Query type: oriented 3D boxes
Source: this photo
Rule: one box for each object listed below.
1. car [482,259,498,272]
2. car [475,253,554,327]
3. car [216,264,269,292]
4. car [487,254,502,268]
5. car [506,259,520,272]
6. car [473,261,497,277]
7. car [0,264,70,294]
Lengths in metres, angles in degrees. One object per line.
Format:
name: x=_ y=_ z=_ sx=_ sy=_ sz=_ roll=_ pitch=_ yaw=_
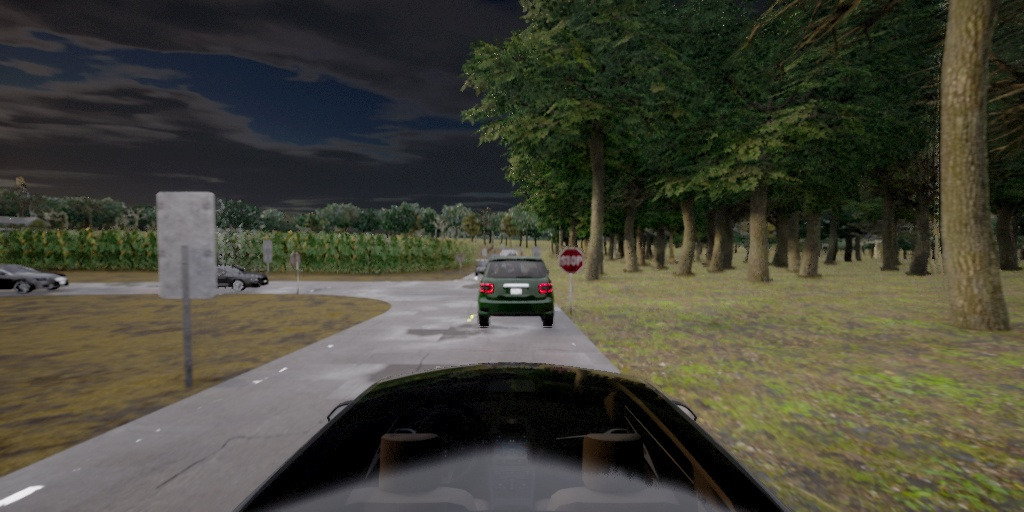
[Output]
car: x=-2.790 y=1.223 z=47.213 sx=1.812 sy=1.442 sz=4.674 roll=0 pitch=1 yaw=0
car: x=0.111 y=1.033 z=11.959 sx=2.150 sy=2.045 sz=5.566 roll=0 pitch=-1 yaw=0
car: x=-16.960 y=1.238 z=20.871 sx=4.892 sy=1.490 sz=1.837 roll=0 pitch=2 yaw=-7
car: x=-2.770 y=0.758 z=57.465 sx=2.150 sy=2.045 sz=5.566 roll=0 pitch=1 yaw=0
car: x=0.147 y=1.195 z=47.741 sx=1.837 sy=1.490 sz=4.892 roll=0 pitch=1 yaw=0
car: x=-2.806 y=1.291 z=37.781 sx=2.128 sy=1.511 sz=4.902 roll=0 pitch=0 yaw=0
car: x=-27.008 y=1.192 z=18.940 sx=4.902 sy=1.511 sz=2.128 roll=0 pitch=2 yaw=-18
